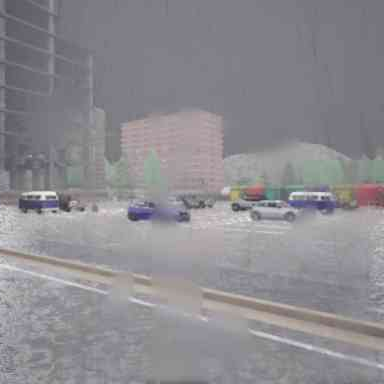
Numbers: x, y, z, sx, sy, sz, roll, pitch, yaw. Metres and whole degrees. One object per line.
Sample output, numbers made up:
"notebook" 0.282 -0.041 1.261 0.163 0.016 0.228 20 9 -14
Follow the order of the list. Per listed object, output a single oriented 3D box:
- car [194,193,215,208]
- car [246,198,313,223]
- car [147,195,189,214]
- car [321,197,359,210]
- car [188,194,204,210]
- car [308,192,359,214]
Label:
"car" 0.491 1.110 41.726 4.605 1.855 1.932 0 0 36
"car" 6.177 1.378 23.672 3.806 1.475 1.970 0 0 36
"car" -2.723 1.353 37.167 3.806 1.475 1.970 0 0 36
"car" 17.704 1.343 39.763 3.905 1.438 1.784 0 0 36
"car" -1.034 1.321 39.518 3.905 1.438 1.784 0 0 36
"car" 15.962 1.133 37.448 4.605 1.855 1.932 0 0 36
